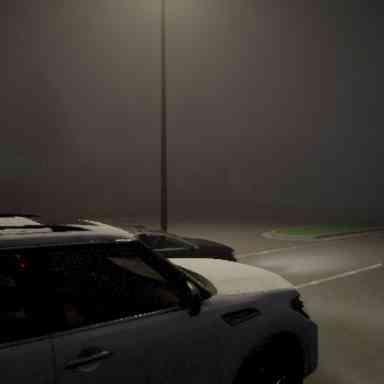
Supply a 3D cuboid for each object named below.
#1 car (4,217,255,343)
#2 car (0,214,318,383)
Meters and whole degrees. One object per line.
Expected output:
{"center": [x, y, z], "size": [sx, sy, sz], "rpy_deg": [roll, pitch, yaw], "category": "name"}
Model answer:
{"center": [-1.146, 1.481, 7.227], "size": [4.902, 1.511, 2.128], "rpy_deg": [0, 0, -35], "category": "car"}
{"center": [-1.314, 1.221, 2.810], "size": [5.566, 2.045, 2.150], "rpy_deg": [0, 0, -36], "category": "car"}
